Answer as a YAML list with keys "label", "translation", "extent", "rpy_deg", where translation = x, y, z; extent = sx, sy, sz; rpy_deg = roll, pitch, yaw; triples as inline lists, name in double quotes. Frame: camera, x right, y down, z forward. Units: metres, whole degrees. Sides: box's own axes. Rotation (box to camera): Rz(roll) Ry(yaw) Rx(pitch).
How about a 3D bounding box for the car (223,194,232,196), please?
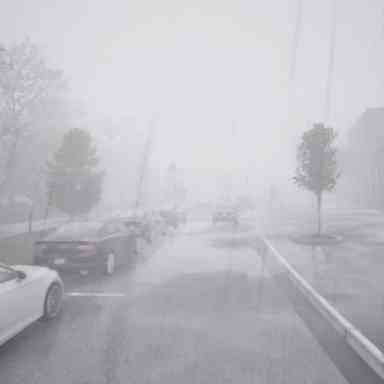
- label: "car"
  translation: [5.048, 1.366, 48.995]
  extent: [2.435, 2.045, 5.566]
  rpy_deg: [-4, -1, 19]

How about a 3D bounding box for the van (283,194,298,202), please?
- label: "van"
  translation: [25.860, 1.660, 88.503]
  extent: [1.878, 1.987, 4.442]
  rpy_deg: [-3, -1, 34]

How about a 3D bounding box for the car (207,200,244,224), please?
- label: "car"
  translation: [2.637, 1.602, 24.968]
  extent: [2.033, 1.411, 5.357]
  rpy_deg: [0, 0, 10]

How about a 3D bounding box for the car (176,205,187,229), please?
- label: "car"
  translation: [-1.588, 1.549, 22.587]
  extent: [2.097, 1.535, 5.008]
  rpy_deg: [0, 0, 9]

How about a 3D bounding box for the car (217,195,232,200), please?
- label: "car"
  translation: [3.298, 1.608, 43.647]
  extent: [2.231, 1.521, 4.892]
  rpy_deg: [-4, -1, 17]

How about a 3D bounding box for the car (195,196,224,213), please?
- label: "car"
  translation: [1.734, 1.596, 38.279]
  extent: [2.231, 1.521, 4.892]
  rpy_deg: [-4, -1, 16]

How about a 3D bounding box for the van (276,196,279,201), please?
- label: "van"
  translation: [19.580, 1.564, 79.247]
  extent: [1.878, 1.987, 4.442]
  rpy_deg: [-3, -1, 30]

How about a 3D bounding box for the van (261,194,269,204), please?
- label: "van"
  translation: [14.032, 1.485, 69.552]
  extent: [1.878, 1.987, 4.442]
  rpy_deg: [-3, -1, 28]

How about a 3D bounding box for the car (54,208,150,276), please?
- label: "car"
  translation: [-3.030, 1.538, 10.639]
  extent: [2.097, 1.535, 5.008]
  rpy_deg: [-1, 0, 5]

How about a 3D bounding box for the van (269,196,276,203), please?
- label: "van"
  translation: [16.730, 1.522, 74.450]
  extent: [1.878, 1.987, 4.442]
  rpy_deg: [-3, -1, 29]

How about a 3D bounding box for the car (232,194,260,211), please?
- label: "car"
  translation: [7.066, 1.300, 42.749]
  extent: [2.150, 2.045, 5.566]
  rpy_deg: [-1, 0, 17]

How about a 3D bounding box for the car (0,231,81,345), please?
- label: "car"
  translation: [-3.429, 1.555, 4.418]
  extent: [2.002, 1.452, 4.674]
  rpy_deg: [-1, 0, 3]

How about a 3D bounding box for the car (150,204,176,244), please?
- label: "car"
  translation: [-2.481, 1.538, 16.322]
  extent: [2.231, 1.521, 4.892]
  rpy_deg: [-1, 0, 8]
